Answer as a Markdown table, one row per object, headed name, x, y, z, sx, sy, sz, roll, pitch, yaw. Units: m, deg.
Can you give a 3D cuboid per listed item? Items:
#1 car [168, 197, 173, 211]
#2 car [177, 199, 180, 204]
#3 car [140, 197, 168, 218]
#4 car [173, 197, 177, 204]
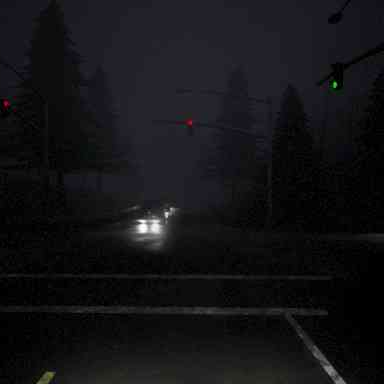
| name | x | y | z | sx | sy | sz | roll | pitch | yaw |
| --- | --- | --- | --- | --- | --- | --- | --- | --- | --- |
| car | -3.648 | 1.478 | 40.278 | 1.882 | 1.535 | 5.008 | 0 | 0 | 0 |
| car | -4.099 | 1.564 | 61.619 | 1.994 | 1.385 | 4.181 | 0 | 0 | -39 |
| car | -3.653 | 1.491 | 30.775 | 2.128 | 1.511 | 4.902 | 0 | 0 | 0 |
| car | -3.937 | 1.491 | 50.429 | 2.128 | 1.511 | 4.902 | 0 | 0 | -7 |
